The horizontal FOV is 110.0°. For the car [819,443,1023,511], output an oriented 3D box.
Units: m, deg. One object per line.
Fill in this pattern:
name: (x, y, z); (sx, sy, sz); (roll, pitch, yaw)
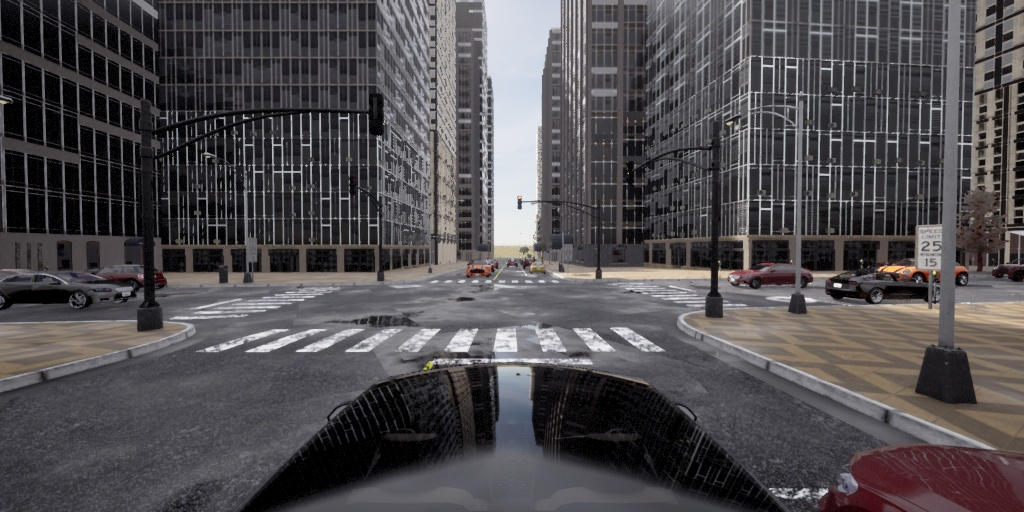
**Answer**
car: (2.691, 1.333, 0.387); (1.802, 1.307, 4.207); (0, 0, 0)

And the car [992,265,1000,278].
car: (37.697, 0.864, 26.095); (4.097, 1.591, 1.967); (0, 0, -5)

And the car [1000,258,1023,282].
car: (35.352, 0.845, 23.253); (4.553, 1.767, 2.097); (0, 1, -5)

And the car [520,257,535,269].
car: (2.719, 1.028, 55.007); (2.192, 1.841, 5.009); (0, 0, 0)

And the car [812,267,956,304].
car: (16.126, 1.293, 15.682); (4.313, 1.339, 1.948); (0, 0, -5)

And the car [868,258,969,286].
car: (25.343, 0.904, 22.334); (4.553, 1.767, 2.097); (0, 1, -5)

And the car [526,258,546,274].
car: (2.812, 1.254, 39.925); (1.751, 1.417, 4.829); (0, 0, 0)

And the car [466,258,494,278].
car: (-3.106, 1.085, 34.271); (2.097, 1.767, 4.553); (0, 0, 0)

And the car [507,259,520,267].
car: (0.086, 1.228, 63.868); (1.812, 1.442, 4.674); (0, 0, 0)

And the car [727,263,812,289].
car: (15.395, 1.135, 21.426); (4.674, 1.442, 1.812); (0, 1, -5)

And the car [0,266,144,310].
car: (-18.860, 1.369, 15.031); (4.902, 1.511, 2.128); (0, 1, -5)

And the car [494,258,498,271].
car: (-3.108, 1.203, 44.206); (1.882, 1.535, 5.008); (0, 0, 0)

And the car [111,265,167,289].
car: (-22.575, 1.216, 20.524); (4.097, 1.591, 1.967); (0, 0, -5)
